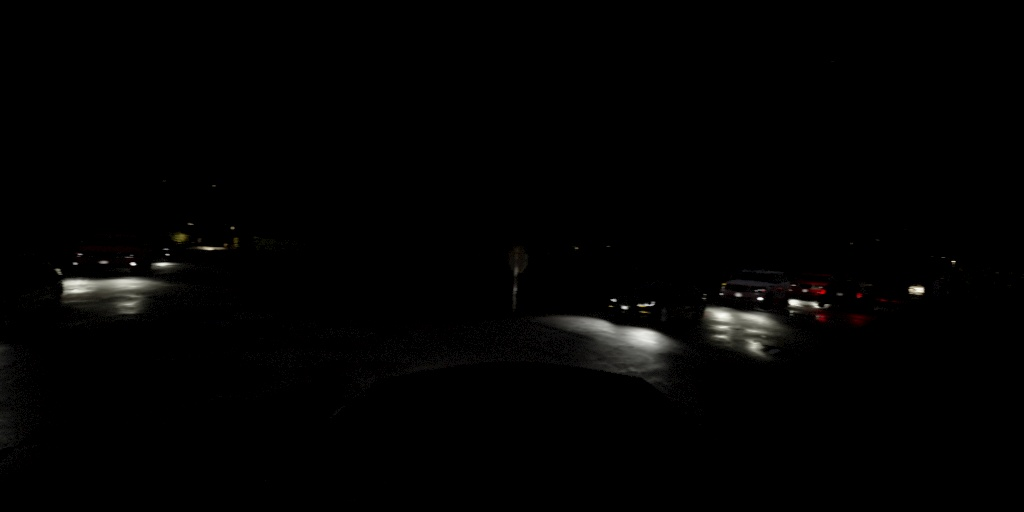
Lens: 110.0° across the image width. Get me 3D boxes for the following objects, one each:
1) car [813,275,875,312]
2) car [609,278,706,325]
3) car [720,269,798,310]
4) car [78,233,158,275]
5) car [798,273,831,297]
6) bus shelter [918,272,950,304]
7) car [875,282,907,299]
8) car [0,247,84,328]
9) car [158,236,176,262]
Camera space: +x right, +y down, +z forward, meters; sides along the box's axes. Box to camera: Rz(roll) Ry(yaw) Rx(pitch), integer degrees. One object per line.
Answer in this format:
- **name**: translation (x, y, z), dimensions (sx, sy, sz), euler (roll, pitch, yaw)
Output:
- **car**: translation (20.586, 2.337, 22.016), dimensions (4.553, 1.767, 2.097), euler (3, 0, -39)
- **car**: translation (5.697, 1.610, 13.706), dimensions (4.892, 1.490, 1.837), euler (3, 0, -40)
- **car**: translation (14.029, 1.809, 20.491), dimensions (5.566, 2.045, 2.150), euler (3, 0, -39)
- **car**: translation (-20.581, -0.169, 18.729), dimensions (2.150, 2.045, 5.566), euler (2, 1, -39)
- **car**: translation (24.319, 2.403, 28.798), dimensions (5.566, 2.045, 2.150), euler (4, 0, -39)
- **bus shelter**: translation (40.082, 2.998, 33.959), dimensions (3.880, 2.740, 1.920), euler (0, 0, -39)
- **car**: translation (39.474, 3.569, 37.324), dimensions (4.892, 1.490, 1.837), euler (3, 0, -39)
- **car**: translation (-11.739, 0.610, 7.772), dimensions (2.128, 1.511, 4.902), euler (2, 1, -39)
- **car**: translation (-29.290, -0.643, 29.530), dimensions (2.150, 2.045, 5.566), euler (2, 0, -39)
